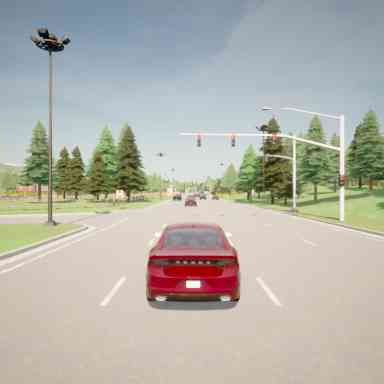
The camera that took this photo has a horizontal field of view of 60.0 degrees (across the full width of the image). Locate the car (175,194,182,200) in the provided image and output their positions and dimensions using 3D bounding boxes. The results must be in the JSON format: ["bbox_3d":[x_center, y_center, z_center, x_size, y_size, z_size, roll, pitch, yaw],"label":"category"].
[{"bbox_3d":[-3.845,1.310,93.964,1.882,1.535,5.008,0,0,0],"label":"car"}]

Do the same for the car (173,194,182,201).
[{"bbox_3d":[-3.807,1.469,83.544,1.882,1.535,5.008,0,0,0],"label":"car"}]

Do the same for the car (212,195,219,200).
[{"bbox_3d":[6.653,1.525,94.416,2.128,1.511,4.902,0,0,0],"label":"car"}]

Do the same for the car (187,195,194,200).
[{"bbox_3d":[-0.345,1.427,94.007,1.895,1.301,4.718,0,0,0],"label":"car"}]

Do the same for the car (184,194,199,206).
[{"bbox_3d":[-0.193,1.525,52.944,1.812,1.442,4.674,0,0,0],"label":"car"}]

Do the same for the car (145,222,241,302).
[{"bbox_3d":[0.033,1.478,8.342,1.882,1.535,5.008,0,0,0],"label":"car"}]

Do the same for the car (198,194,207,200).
[{"bbox_3d":[3.153,1.524,94.403,1.812,1.442,4.674,0,0,0],"label":"car"}]
